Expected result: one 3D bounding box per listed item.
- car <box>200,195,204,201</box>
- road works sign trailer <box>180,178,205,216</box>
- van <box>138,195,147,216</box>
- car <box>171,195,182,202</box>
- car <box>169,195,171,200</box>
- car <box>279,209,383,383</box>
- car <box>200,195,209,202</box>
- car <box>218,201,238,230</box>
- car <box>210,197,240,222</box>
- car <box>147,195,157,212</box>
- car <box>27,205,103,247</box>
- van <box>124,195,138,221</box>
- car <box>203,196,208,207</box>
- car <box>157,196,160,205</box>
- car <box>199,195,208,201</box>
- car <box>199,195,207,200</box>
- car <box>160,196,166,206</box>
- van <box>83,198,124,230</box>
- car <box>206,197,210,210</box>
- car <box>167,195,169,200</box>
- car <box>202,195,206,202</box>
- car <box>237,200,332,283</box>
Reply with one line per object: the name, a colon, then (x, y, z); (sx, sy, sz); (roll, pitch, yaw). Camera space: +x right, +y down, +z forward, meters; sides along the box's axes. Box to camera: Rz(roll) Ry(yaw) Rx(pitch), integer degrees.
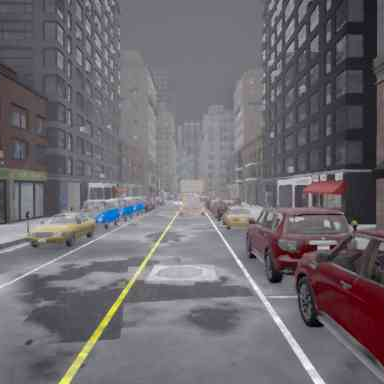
car: (2.862, 1.512, 54.269); (2.008, 1.369, 4.403); (-1, 0, 0)
road works sign trailer: (0.006, 0.447, 31.758); (2.380, 3.560, 2.880); (0, 0, 0)
van: (-5.679, 1.324, 31.926); (1.690, 1.788, 3.998); (-1, 0, 0)
car: (-3.000, 1.446, 76.745); (2.128, 1.511, 4.902); (0, 0, 0)
car: (-5.675, 1.459, 87.784); (1.887, 1.381, 4.507); (-1, 0, 0)
car: (2.846, 1.313, 3.996); (2.192, 1.841, 5.009); (-1, 0, 0)
car: (2.867, 1.457, 76.783); (1.752, 1.417, 4.829); (-1, 0, 0)
car: (2.853, 1.516, 20.924); (1.752, 1.417, 4.829); (-1, 0, 0)
car: (2.852, 1.302, 26.340); (2.192, 1.841, 5.009); (-1, 0, 0)
car: (-5.679, 1.293, 37.512); (2.192, 1.841, 5.009); (-1, 0, 0)
car: (-5.677, 1.519, 14.999); (1.752, 1.417, 4.829); (-1, 0, 0)
van: (-5.679, 1.328, 26.341); (1.690, 1.788, 3.998); (-1, 0, 0)
car: (2.859, 1.539, 43.098); (1.947, 1.339, 4.313); (-1, 0, 0)
car: (-5.677, 1.413, 43.098); (1.967, 1.590, 4.097); (-1, 0, 0)
car: (2.869, 1.489, 82.199); (1.947, 1.339, 4.313); (-1, 0, 0)
car: (2.870, 1.496, 87.785); (1.802, 1.307, 4.206); (-1, 0, 0)
car: (-5.677, 1.402, 54.269); (1.967, 1.590, 4.097); (-1, 0, 0)
van: (-5.679, 1.332, 20.754); (1.690, 1.788, 3.998); (-1, 0, 0)
car: (2.857, 1.503, 37.682); (1.752, 1.417, 4.829); (-1, 0, 0)
car: (-5.675, 1.537, 59.855); (1.802, 1.307, 4.206); (-1, 0, 0)
car: (2.860, 1.533, 48.684); (1.947, 1.339, 4.313); (-1, 0, 0)
car: (2.848, 1.312, 9.583); (2.192, 1.841, 5.009); (-1, 0, 0)
